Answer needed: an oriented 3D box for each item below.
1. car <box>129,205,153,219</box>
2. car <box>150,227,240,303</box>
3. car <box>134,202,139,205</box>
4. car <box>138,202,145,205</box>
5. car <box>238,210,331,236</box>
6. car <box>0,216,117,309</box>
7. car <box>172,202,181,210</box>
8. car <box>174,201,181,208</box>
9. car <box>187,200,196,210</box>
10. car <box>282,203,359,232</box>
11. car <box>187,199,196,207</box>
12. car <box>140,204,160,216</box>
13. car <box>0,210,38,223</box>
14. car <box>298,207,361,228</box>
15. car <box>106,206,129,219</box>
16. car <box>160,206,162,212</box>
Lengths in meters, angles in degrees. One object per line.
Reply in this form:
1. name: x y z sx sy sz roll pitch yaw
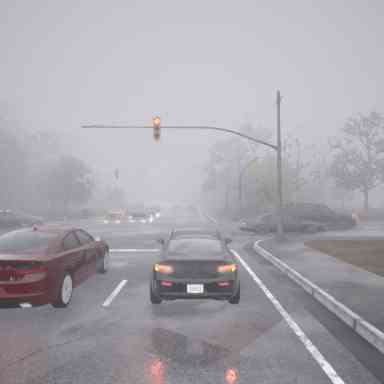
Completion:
1. car: -7.173 3.034 47.162 1.882 1.535 5.008 0 -2 1
2. car: 0.065 1.606 8.255 1.812 1.442 4.674 0 -1 0
3. car: -10.687 3.103 55.886 2.097 1.767 4.553 0 -1 0
4. car: -10.644 3.037 66.546 2.150 2.045 5.566 0 0 0
5. car: 5.678 2.039 21.352 5.357 1.411 2.033 0 -2 -1
6. car: -3.432 1.556 8.110 1.882 1.535 5.008 0 -1 0
7. car: -3.642 3.353 76.965 1.895 1.301 4.718 0 0 0
8. car: -3.761 3.223 86.876 1.812 1.442 4.674 0 0 -4
9. car: -0.142 3.301 77.266 1.994 1.385 4.181 0 0 0
10. car: 9.151 1.869 24.925 5.566 2.045 2.150 0 -2 -1
11. car: -0.253 2.890 87.001 2.097 1.767 4.553 0 0 -4
12. car: -7.189 3.253 56.633 2.128 1.511 4.902 0 -1 0
13. car: -13.810 2.202 25.954 4.892 1.490 1.837 -1 -2 8
14. car: 11.757 2.162 28.653 4.553 1.767 2.097 0 -3 -2
15. car: -10.684 3.030 47.027 1.882 1.535 5.008 0 -2 0
16. car: -7.144 3.307 66.690 2.128 1.511 4.902 0 0 0
